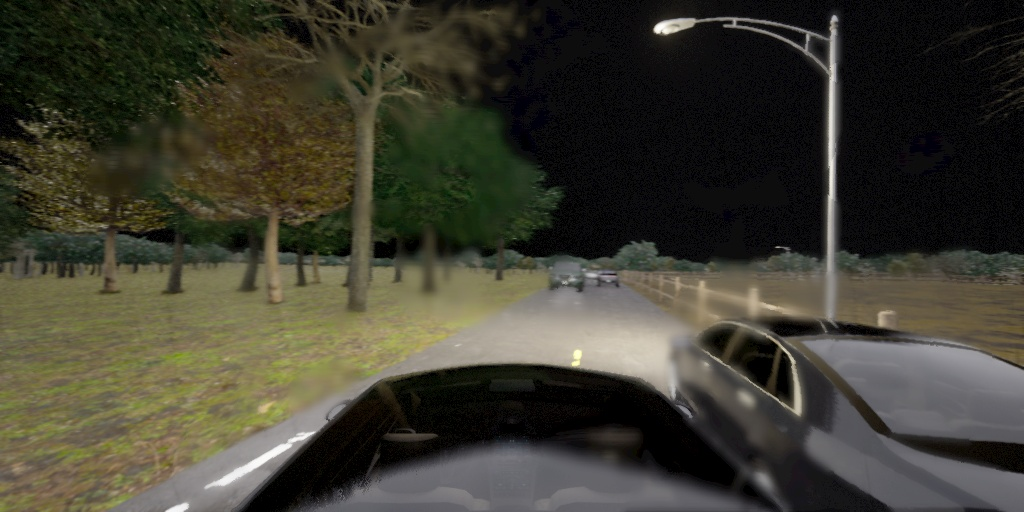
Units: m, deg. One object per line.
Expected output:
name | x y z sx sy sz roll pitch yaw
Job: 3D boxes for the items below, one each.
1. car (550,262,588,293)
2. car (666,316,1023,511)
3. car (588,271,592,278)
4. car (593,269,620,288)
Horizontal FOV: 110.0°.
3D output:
car | 4.059 1.437 25.600 2.150 2.045 5.566 1 -1 13
car | 2.823 1.345 3.440 1.837 1.490 4.892 1 -1 13
car | 11.834 2.822 53.548 1.895 1.301 4.718 1 -2 24
car | 8.586 1.966 32.191 2.128 1.511 4.902 1 -1 13
